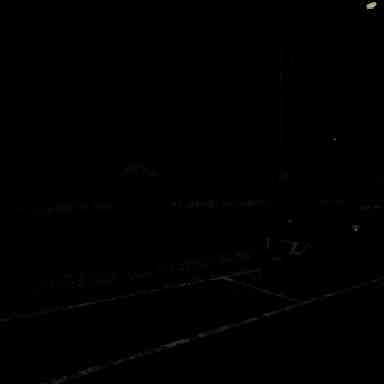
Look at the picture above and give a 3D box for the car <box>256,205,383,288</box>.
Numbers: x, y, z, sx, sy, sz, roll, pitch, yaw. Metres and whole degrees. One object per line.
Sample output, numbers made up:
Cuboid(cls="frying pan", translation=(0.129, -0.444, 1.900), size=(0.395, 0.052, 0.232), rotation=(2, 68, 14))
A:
Cuboid(cls="car", translation=(4.086, 1.313, 9.455), size=(5.009, 1.841, 2.192), rotation=(0, 0, -36))
